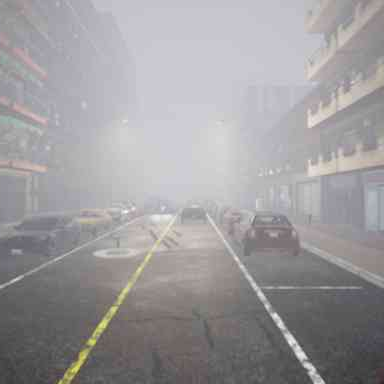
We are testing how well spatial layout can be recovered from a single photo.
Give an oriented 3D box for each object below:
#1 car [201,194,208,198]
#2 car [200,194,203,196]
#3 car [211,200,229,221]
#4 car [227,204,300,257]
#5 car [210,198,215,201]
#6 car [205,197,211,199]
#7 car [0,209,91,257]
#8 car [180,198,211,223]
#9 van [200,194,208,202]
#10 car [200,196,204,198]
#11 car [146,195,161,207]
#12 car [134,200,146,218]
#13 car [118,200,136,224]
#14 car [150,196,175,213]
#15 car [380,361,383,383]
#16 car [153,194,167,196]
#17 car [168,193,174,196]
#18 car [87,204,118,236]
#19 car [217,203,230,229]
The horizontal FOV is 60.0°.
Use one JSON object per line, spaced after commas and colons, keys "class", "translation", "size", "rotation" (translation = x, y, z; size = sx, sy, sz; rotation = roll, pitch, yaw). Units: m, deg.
{"class": "car", "translation": [2.694, 1.516, 52.604], "size": [1.887, 1.381, 4.507], "rotation": [1, 0, 0]}
{"class": "car", "translation": [2.682, 1.485, 64.115], "size": [1.752, 1.417, 4.829], "rotation": [1, 0, 0]}
{"class": "car", "translation": [2.698, 1.542, 24.251], "size": [2.008, 1.369, 4.403], "rotation": [1, 0, 0]}
{"class": "car", "translation": [2.700, 1.436, 12.909], "size": [1.967, 1.590, 4.097], "rotation": [1, 0, 0]}
{"class": "car", "translation": [2.697, 1.539, 29.922], "size": [2.008, 1.369, 4.403], "rotation": [1, 0, 0]}
{"class": "car", "translation": [2.696, 1.529, 35.593], "size": [1.887, 1.381, 4.507], "rotation": [1, 0, 0]}
{"class": "car", "translation": [-5.681, 1.562, 12.974], "size": [1.947, 1.339, 4.313], "rotation": [1, 0, 0]}
{"class": "car", "translation": [0.096, 1.481, 25.189], "size": [2.128, 1.511, 4.902], "rotation": [0, 0, 0]}
{"class": "van", "translation": [2.661, 1.290, 75.287], "size": [1.690, 1.788, 3.998], "rotation": [1, 0, 0]}
{"class": "car", "translation": [0.095, 1.544, 41.172], "size": [1.994, 1.385, 4.181], "rotation": [0, 0, 0]}
{"class": "car", "translation": [-5.685, 1.526, 47.000], "size": [2.008, 1.369, 4.403], "rotation": [1, 0, 0]}
{"class": "car", "translation": [-5.682, 1.428, 29.987], "size": [1.967, 1.590, 4.097], "rotation": [1, 0, 0]}
{"class": "car", "translation": [-5.683, 1.542, 24.316], "size": [2.008, 1.369, 4.403], "rotation": [1, 0, 0]}
{"class": "car", "translation": [-3.005, 1.476, 36.633], "size": [2.128, 1.511, 4.902], "rotation": [0, 0, 0]}
{"class": "car", "translation": [2.702, 1.582, 1.570], "size": [1.802, 1.307, 4.206], "rotation": [1, 0, 0]}
{"class": "car", "translation": [-5.682, 1.286, 52.670], "size": [2.192, 1.841, 5.009], "rotation": [1, 0, 0]}
{"class": "car", "translation": [-5.687, 1.389, 75.355], "size": [1.967, 1.590, 4.097], "rotation": [1, 0, 0]}
{"class": "car", "translation": [-5.681, 1.519, 18.475], "size": [1.752, 1.417, 4.829], "rotation": [1, 0, 0]}
{"class": "car", "translation": [2.698, 1.539, 18.581], "size": [1.887, 1.381, 4.507], "rotation": [1, 0, 0]}
